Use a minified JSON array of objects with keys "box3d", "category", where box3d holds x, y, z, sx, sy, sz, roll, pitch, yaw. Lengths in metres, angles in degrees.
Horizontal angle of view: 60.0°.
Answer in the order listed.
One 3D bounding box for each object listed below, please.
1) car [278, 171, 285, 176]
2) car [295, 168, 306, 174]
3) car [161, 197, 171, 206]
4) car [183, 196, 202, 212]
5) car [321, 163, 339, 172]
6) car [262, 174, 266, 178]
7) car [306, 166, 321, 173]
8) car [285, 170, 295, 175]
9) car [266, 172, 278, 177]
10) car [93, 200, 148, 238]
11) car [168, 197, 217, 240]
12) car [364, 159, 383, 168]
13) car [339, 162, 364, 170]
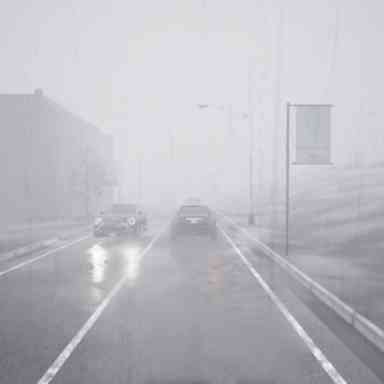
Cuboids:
[{"box3d":[21.721,-4.048,74.740,2.231,1.521,4.892,0,1,-1],"category":"car"},{"box3d":[22.084,-3.833,63.681,2.002,1.452,4.674,0,1,-3],"category":"car"},{"box3d":[-4.513,1.703,59.102,1.882,1.535,5.008,0,-1,-8],"category":"car"},{"box3d":[0.094,1.350,38.861,2.097,1.767,4.553,0,0,0],"category":"car"},{"box3d":[22.906,-3.796,52.638,2.185,1.767,4.553,0,1,-5],"category":"car"},{"box3d":[21.361,-4.204,91.170,2.002,1.452,4.674,0,1,-1],"category":"car"},{"box3d":[22.437,-3.771,58.144,2.097,1.535,5.008,0,1,-4],"category":"car"},{"box3d":[21.850,-3.970,69.223,2.231,1.521,4.892,0,1,-1],"category":"car"},{"box3d":[21.481,-4.305,85.677,2.185,1.767,4.553,0,1,-1],"category":"car"},{"box3d":[-3.601,1.347,17.411,2.097,1.767,4.553,0,0,0],"category":"car"},{"box3d":[0.097,1.347,16.977,2.097,1.767,4.553,0,0,0],"category":"car"},{"box3d":[24.230,-3.425,41.474,2.002,1.452,4.674,0,1,-7],"category":"car"},{"box3d":[23.527,-3.536,46.948,2.163,1.488,4.792,0,1,-6],"category":"car"}]
